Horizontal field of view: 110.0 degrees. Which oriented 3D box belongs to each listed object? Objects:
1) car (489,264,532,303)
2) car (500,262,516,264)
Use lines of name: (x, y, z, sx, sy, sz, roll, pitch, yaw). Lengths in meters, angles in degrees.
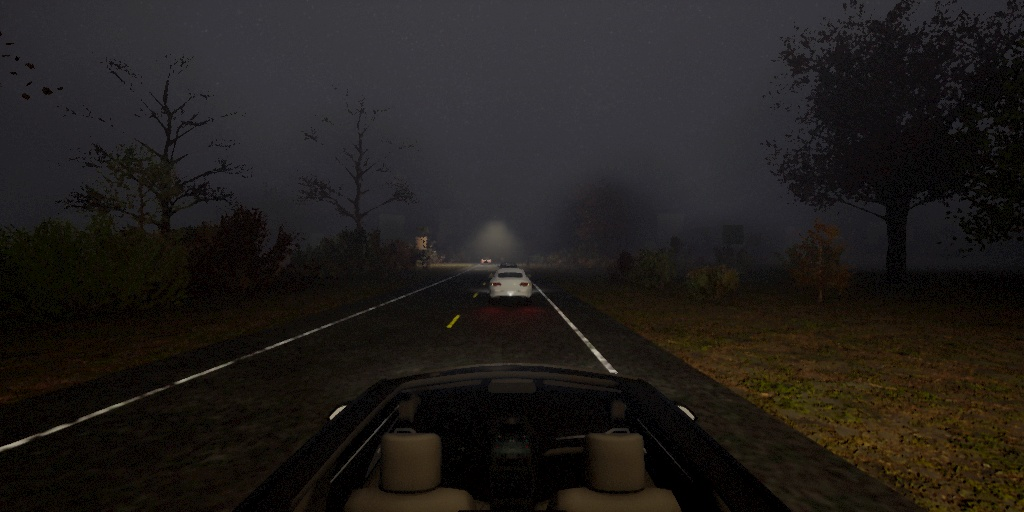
car: (-0.082, 1.281, 16.554, 1.812, 1.442, 4.674, 0, 0, -1)
car: (-0.327, 1.243, 31.571, 2.128, 1.511, 4.902, 0, 0, -1)
